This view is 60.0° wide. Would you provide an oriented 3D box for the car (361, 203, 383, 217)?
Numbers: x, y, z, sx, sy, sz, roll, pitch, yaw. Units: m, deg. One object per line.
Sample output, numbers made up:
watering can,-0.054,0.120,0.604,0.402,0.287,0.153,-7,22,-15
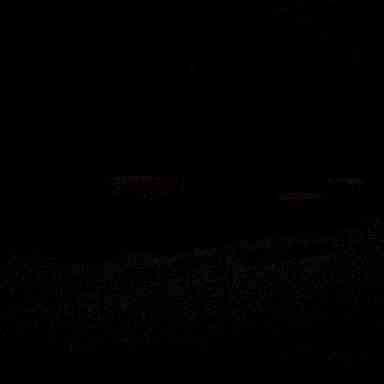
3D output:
car,19.306,2.022,36.932,2.128,1.511,4.902,-1,-1,-36
